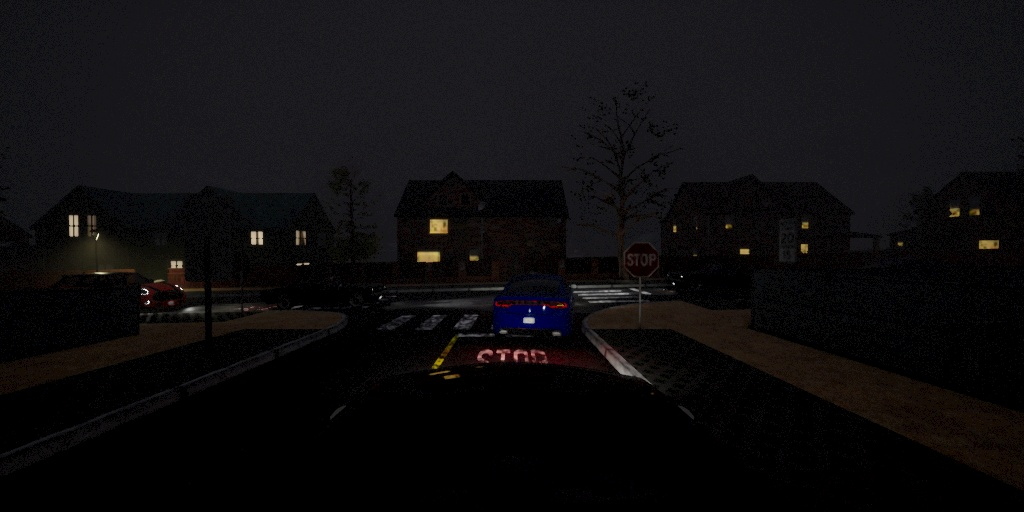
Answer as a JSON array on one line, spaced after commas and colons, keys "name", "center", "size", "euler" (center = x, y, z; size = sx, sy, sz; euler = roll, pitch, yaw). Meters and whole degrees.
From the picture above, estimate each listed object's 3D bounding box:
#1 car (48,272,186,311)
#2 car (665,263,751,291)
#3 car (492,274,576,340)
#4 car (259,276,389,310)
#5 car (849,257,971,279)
[{"name": "car", "center": [-16.807, 1.472, 15.292], "size": [4.553, 1.767, 2.097], "euler": [-1, 1, 0]}, {"name": "car", "center": [10.401, 1.034, 18.244], "size": [4.718, 1.301, 1.895], "euler": [-1, 1, -1]}, {"name": "car", "center": [0.781, 1.226, 10.103], "size": [1.882, 1.535, 5.008], "euler": [0, 0, 10]}, {"name": "car", "center": [-7.820, 1.506, 15.305], "size": [4.718, 1.301, 1.895], "euler": [-1, 1, 0]}, {"name": "car", "center": [20.046, 0.753, 18.286], "size": [5.357, 1.411, 2.033], "euler": [-1, 1, 0]}]
